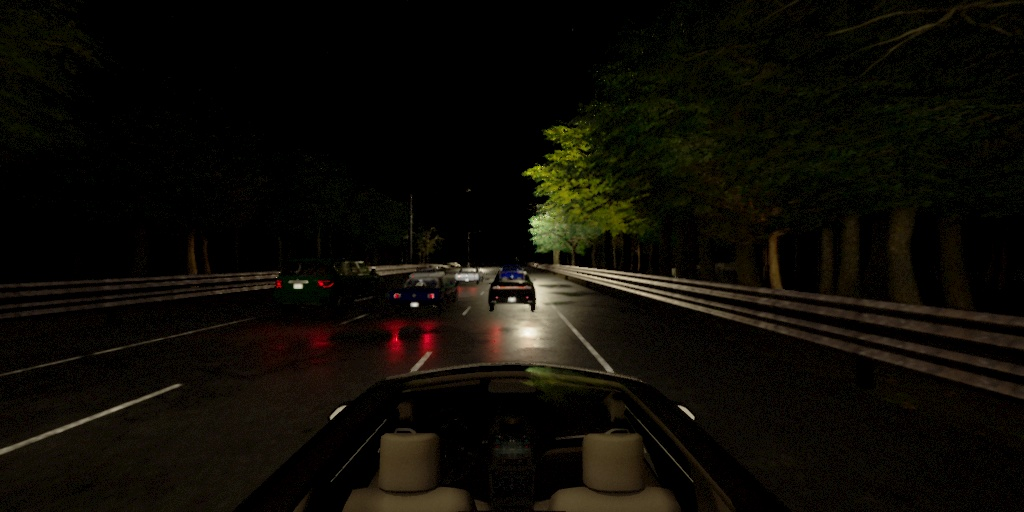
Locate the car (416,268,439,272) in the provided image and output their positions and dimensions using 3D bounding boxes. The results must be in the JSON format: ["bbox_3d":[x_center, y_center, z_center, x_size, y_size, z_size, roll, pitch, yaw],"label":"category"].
[{"bbox_3d":[-6.991,1.625,30.105,1.895,1.301,4.718,0,-1,0],"label":"car"}]

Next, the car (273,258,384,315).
[{"bbox_3d":[-6.990,1.107,14.432,2.150,2.045,5.566,0,0,0],"label":"car"}]

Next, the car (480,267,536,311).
[{"bbox_3d":[0.019,1.385,15.359,2.128,1.511,4.902,0,0,0],"label":"car"}]

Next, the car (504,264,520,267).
[{"bbox_3d":[0.017,1.473,31.124,1.882,1.535,5.008,0,0,0],"label":"car"}]

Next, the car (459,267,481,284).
[{"bbox_3d":[-3.491,1.606,30.102,1.895,1.301,4.718,0,-1,0],"label":"car"}]

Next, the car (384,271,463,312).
[{"bbox_3d":[-3.483,1.490,15.111,1.895,1.301,4.718,0,-1,0],"label":"car"}]
